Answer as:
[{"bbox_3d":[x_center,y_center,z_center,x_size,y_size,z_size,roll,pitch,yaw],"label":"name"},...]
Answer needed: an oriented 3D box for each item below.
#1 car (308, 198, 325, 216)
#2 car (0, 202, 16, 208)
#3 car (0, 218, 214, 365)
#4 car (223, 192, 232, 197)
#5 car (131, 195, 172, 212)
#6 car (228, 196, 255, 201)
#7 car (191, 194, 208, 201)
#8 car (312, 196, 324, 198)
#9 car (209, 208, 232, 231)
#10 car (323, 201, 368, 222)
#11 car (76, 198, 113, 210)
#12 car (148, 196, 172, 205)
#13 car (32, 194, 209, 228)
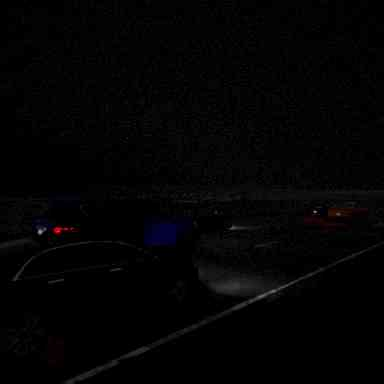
[{"bbox_3d":[13.101,1.612,32.776,1.837,1.490,4.892,0,0,42],"label":"car"},{"bbox_3d":[-16.248,1.462,26.754,1.895,1.301,4.718,0,0,42],"label":"car"},{"bbox_3d":[-1.916,1.475,5.938,1.837,1.490,4.892,0,0,42],"label":"car"},{"bbox_3d":[9.132,0.796,84.906,1.812,1.442,4.674,1,2,29],"label":"car"},{"bbox_3d":[-4.747,1.307,39.431,2.097,1.767,4.553,0,0,42],"label":"car"},{"bbox_3d":[8.514,1.688,54.006,2.128,1.511,4.902,0,-1,43],"label":"car"},{"bbox_3d":[1.659,1.133,71.098,1.994,1.385,4.181,1,1,27],"label":"car"},{"bbox_3d":[28.555,2.043,76.029,2.150,2.045,5.566,0,-1,42],"label":"car"},{"bbox_3d":[0.435,1.525,18.804,1.994,1.385,4.181,0,0,42],"label":"car"},{"bbox_3d":[12.906,1.558,27.348,1.882,1.535,5.008,0,0,42],"label":"car"},{"bbox_3d":[-12.508,1.466,42.925,1.895,1.301,4.718,1,1,28],"label":"car"},{"bbox_3d":[-5.454,1.382,57.022,1.895,1.301,4.718,1,1,26],"label":"car"},{"bbox_3d":[-2.158,1.179,10.713,2.150,2.045,5.566,0,0,43],"label":"car"}]
